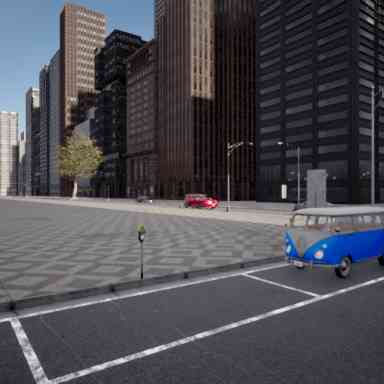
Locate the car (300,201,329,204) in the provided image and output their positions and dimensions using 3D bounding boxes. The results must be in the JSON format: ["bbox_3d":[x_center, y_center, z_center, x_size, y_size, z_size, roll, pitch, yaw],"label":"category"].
[{"bbox_3d":[11.544,1.533,30.065,2.128,1.511,4.902,0,0,-36],"label":"car"}]

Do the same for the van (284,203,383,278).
[{"bbox_3d":[4.463,1.341,9.836,3.998,1.788,1.690,0,0,-36],"label":"van"}]

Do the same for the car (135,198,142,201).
[{"bbox_3d":[-8.302,1.372,57.810,2.128,1.511,4.902,0,0,-36],"label":"car"}]

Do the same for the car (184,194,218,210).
[{"bbox_3d":[1.138,1.306,44.531,2.150,2.045,5.566,0,0,-36],"label":"car"}]
